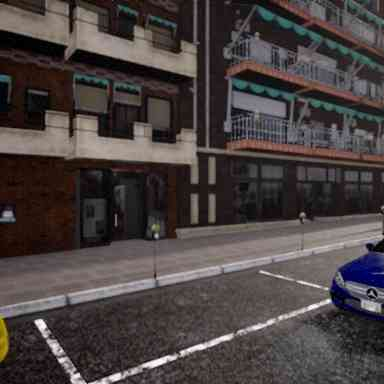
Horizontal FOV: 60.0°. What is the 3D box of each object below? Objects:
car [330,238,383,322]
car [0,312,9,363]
[{"bbox_3d":[4.580,1.418,6.350,4.674,1.442,1.812,-1,1,-36],"label":"car"},{"bbox_3d":[-4.411,1.555,2.934,4.829,1.417,1.752,-1,2,-36],"label":"car"}]
